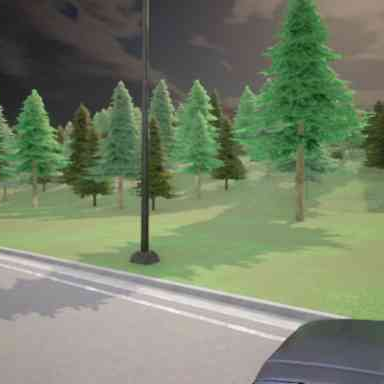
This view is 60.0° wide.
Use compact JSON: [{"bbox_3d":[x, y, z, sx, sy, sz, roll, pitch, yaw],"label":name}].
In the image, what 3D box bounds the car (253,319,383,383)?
[{"bbox_3d":[3.013,1.554,1.864,5.357,1.411,2.033,0,0,36],"label":"car"}]
